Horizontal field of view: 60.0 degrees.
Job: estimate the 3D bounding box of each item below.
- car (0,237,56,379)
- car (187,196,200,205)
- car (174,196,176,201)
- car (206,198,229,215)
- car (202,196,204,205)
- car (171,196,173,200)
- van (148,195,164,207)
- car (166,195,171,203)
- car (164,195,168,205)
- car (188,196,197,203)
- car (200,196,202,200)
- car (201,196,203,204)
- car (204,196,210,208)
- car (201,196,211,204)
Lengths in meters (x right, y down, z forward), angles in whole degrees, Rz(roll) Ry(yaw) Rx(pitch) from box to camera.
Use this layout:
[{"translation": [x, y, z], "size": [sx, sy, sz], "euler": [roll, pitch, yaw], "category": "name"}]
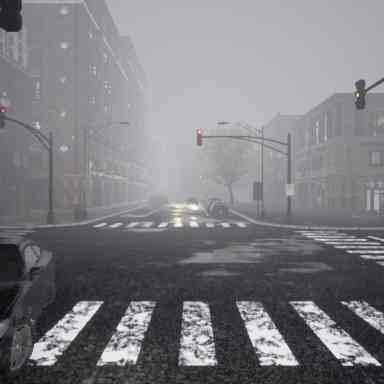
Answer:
[{"translation": [-3.379, 1.526, 5.384], "size": [1.812, 1.442, 4.674], "euler": [1, 0, -15], "category": "car"}, {"translation": [0.084, 1.556, 60.371], "size": [1.882, 1.535, 5.008], "euler": [0, 0, 0], "category": "car"}, {"translation": [-5.568, 1.687, 90.406], "size": [1.752, 1.417, 4.829], "euler": [0, 0, 0], "category": "car"}, {"translation": [2.736, 1.580, 33.595], "size": [2.008, 1.369, 4.403], "euler": [0, 0, 0], "category": "car"}, {"translation": [2.751, 1.488, 44.988], "size": [1.967, 1.590, 4.097], "euler": [0, 0, 0], "category": "car"}, {"translation": [-5.598, 1.662, 67.789], "size": [1.947, 1.339, 4.313], "euler": [0, 0, 0], "category": "car"}, {"translation": [-5.622, 1.399, 50.698], "size": [1.690, 1.788, 3.998], "euler": [0, 0, 0], "category": "van"}, {"translation": [-5.607, 1.397, 62.092], "size": [2.192, 1.841, 5.009], "euler": [0, 0, 0], "category": "car"}, {"translation": [-5.614, 1.651, 56.395], "size": [1.802, 1.307, 4.206], "euler": [0, 0, 0], "category": "car"}, {"translation": [0.098, 1.540, 70.788], "size": [1.812, 1.442, 4.674], "euler": [0, 0, 0], "category": "car"}, {"translation": [2.775, 1.633, 62.079], "size": [2.008, 1.369, 4.403], "euler": [0, 0, 0], "category": "car"}, {"translation": [2.759, 1.640, 50.686], "size": [1.802, 1.307, 4.206], "euler": [0, 0, 0], "category": "car"}, {"translation": [2.744, 1.479, 39.292], "size": [1.967, 1.590, 4.097], "euler": [0, 0, 0], "category": "car"}, {"translation": [2.782, 1.537, 67.776], "size": [1.967, 1.590, 4.097], "euler": [0, 0, 0], "category": "car"}]
